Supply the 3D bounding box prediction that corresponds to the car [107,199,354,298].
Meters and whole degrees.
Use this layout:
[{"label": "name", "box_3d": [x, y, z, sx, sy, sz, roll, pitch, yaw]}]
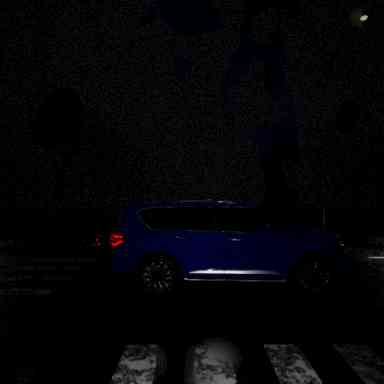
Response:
[{"label": "car", "box_3d": [0.805, 1.198, 7.996, 5.566, 2.045, 2.150, 0, 0, 1]}]
